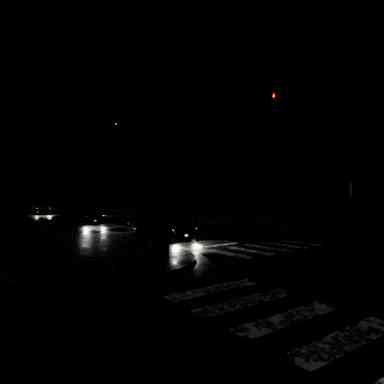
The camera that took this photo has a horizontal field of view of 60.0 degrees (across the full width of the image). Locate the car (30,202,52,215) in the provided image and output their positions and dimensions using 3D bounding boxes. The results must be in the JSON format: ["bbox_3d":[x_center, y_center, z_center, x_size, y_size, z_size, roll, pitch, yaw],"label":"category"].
[{"bbox_3d":[-20.332,2.174,44.809,2.097,1.767,4.553,0,-1,-35],"label":"car"}]

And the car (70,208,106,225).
[{"bbox_3d":[-9.199,2.088,29.026,1.895,1.301,4.718,0,-1,-35],"label":"car"}]

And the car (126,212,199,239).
[{"bbox_3d":[-1.842,1.814,18.686,2.033,1.411,5.357,0,-1,-36],"label":"car"}]
